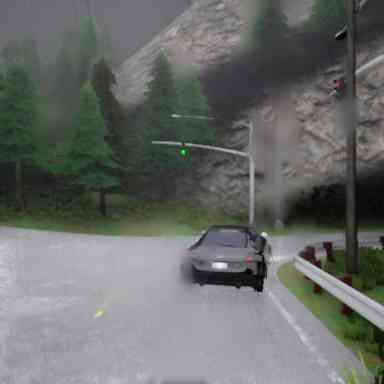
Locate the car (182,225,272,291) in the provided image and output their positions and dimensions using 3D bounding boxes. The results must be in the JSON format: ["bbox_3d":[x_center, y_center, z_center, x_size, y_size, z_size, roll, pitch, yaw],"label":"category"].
[{"bbox_3d":[1.123,1.604,9.296,1.994,1.385,4.181,0,0,15],"label":"car"}]
